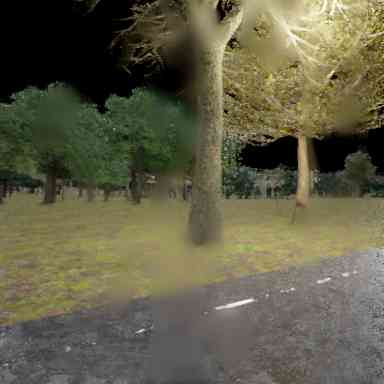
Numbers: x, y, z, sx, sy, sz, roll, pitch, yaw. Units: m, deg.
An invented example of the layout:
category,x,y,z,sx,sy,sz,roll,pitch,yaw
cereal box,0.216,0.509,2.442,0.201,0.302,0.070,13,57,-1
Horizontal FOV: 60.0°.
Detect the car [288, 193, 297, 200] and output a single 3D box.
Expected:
category,x,y,z,sx,sy,sz,roll,pitch,yaw
car,26.264,1.147,82.862,2.097,1.767,4.553,1,-2,-36
